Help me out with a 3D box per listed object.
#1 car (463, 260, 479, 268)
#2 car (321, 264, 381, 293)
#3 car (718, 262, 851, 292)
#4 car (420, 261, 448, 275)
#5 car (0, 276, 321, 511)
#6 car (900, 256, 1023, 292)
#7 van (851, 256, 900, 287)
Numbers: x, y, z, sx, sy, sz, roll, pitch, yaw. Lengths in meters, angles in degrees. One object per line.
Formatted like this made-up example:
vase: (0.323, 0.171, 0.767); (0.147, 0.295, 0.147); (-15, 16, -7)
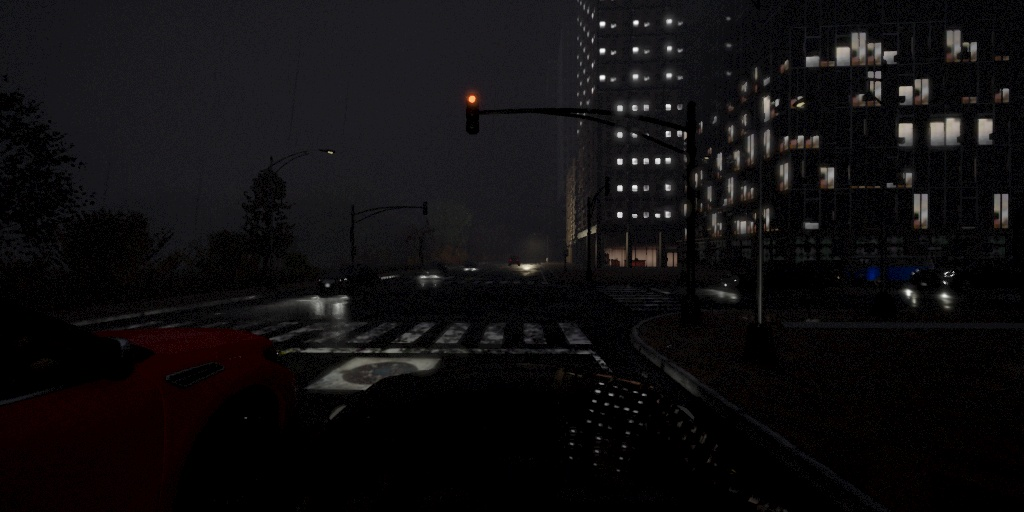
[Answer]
car: (-6.849, 1.316, 60.270); (1.994, 1.385, 4.181); (0, 0, 4)
car: (-9.274, 1.231, 20.709); (2.128, 1.511, 4.902); (0, 0, 3)
car: (14.041, 1.138, 18.939); (5.357, 1.411, 2.033); (0, 0, 4)
car: (-8.219, 1.291, 38.392); (2.033, 1.411, 5.357); (0, 0, 4)
car: (-3.118, 0.972, 1.001); (2.150, 2.045, 5.566); (0, 0, 0)
car: (23.431, 0.866, 18.281); (4.553, 1.767, 2.097); (0, 0, 4)
van: (22.116, 0.856, 21.096); (3.998, 1.789, 1.690); (0, 0, 4)
